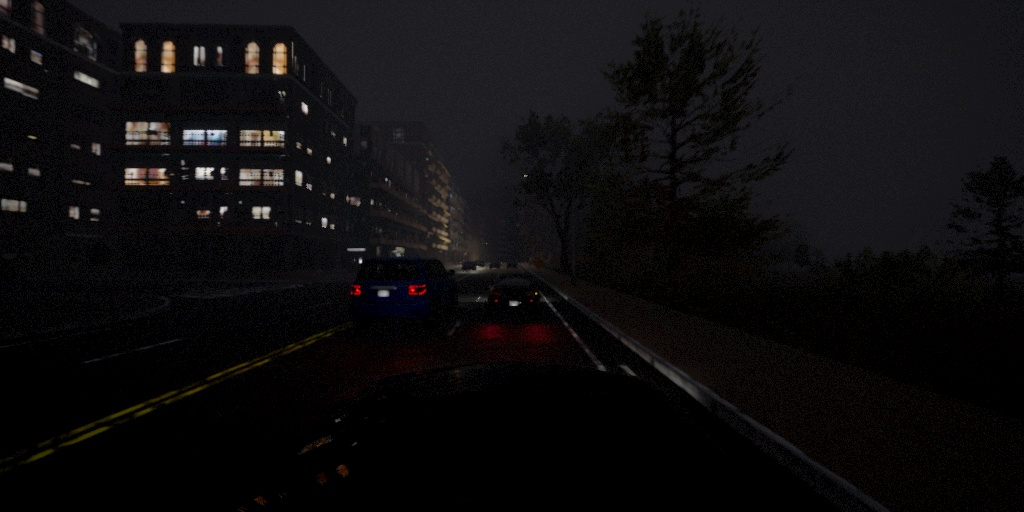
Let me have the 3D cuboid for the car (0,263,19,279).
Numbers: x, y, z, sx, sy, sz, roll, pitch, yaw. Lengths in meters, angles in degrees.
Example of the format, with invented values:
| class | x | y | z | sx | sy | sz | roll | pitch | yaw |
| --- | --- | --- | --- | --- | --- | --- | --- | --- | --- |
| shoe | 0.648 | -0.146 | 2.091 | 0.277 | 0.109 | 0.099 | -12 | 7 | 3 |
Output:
| class | x | y | z | sx | sy | sz | roll | pitch | yaw |
| --- | --- | --- | --- | --- | --- | --- | --- | --- | --- |
| car | -37.672 | 1.014 | 25.315 | 4.207 | 1.307 | 1.802 | 0 | 0 | -2 |

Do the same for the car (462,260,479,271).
| class | x | y | z | sx | sy | sz | roll | pitch | yaw |
| --- | --- | --- | --- | --- | --- | --- | --- | --- | --- |
| car | -6.554 | 1.563 | 54.867 | 1.837 | 1.490 | 4.892 | 0 | 0 | 0 |

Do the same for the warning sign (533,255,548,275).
| class | x | y | z | sx | sy | sz | roll | pitch | yaw |
| --- | --- | --- | --- | --- | --- | --- | --- | --- | --- |
| warning sign | 2.852 | 1.076 | 38.166 | 1.300 | 1.860 | 1.060 | 0 | 0 | 0 |

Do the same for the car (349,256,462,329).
| class | x | y | z | sx | sy | sz | roll | pitch | yaw |
| --- | --- | --- | --- | --- | --- | --- | --- | --- | --- |
| car | -3.187 | 1.031 | 11.626 | 2.150 | 2.045 | 5.566 | 0 | 0 | 0 |

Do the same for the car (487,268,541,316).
| class | x | y | z | sx | sy | sz | roll | pitch | yaw |
| --- | --- | --- | --- | --- | --- | --- | --- | --- | --- |
| car | 0.076 | 1.344 | 13.642 | 1.812 | 1.442 | 4.674 | 0 | 0 | 0 |
